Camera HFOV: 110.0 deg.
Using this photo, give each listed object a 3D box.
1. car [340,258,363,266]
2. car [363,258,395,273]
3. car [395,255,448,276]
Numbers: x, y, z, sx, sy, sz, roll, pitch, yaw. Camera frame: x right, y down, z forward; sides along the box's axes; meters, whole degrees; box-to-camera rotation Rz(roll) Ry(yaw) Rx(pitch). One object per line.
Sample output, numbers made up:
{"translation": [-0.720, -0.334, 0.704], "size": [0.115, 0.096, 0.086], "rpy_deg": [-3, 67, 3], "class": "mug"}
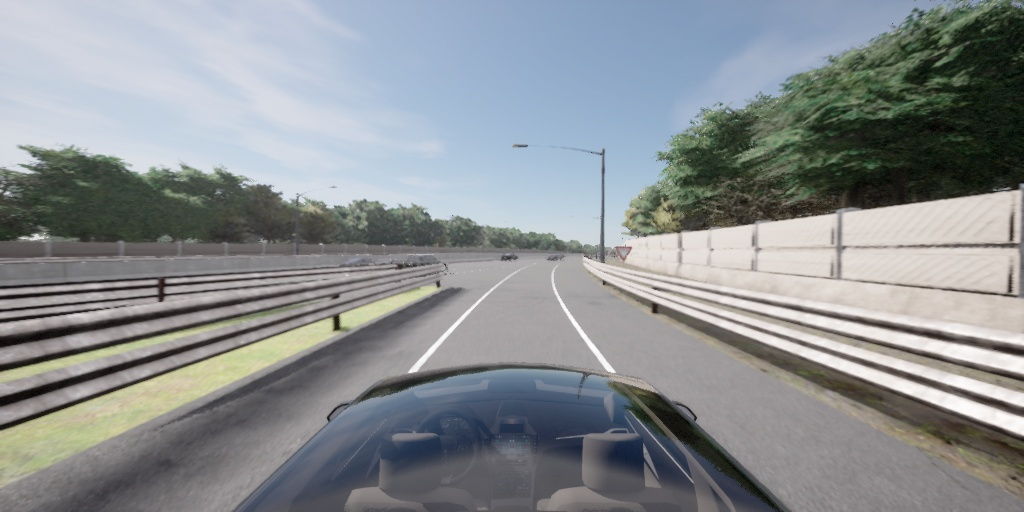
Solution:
{"translation": [-13.895, 0.823, 33.427], "size": [1.994, 1.385, 4.181], "rpy_deg": [0, 1, 22], "class": "car"}
{"translation": [-10.639, 0.885, 32.145], "size": [1.895, 1.301, 4.718], "rpy_deg": [0, 1, 22], "class": "car"}
{"translation": [-7.415, 0.675, 30.765], "size": [2.097, 1.767, 4.553], "rpy_deg": [1, 1, 22], "class": "car"}
